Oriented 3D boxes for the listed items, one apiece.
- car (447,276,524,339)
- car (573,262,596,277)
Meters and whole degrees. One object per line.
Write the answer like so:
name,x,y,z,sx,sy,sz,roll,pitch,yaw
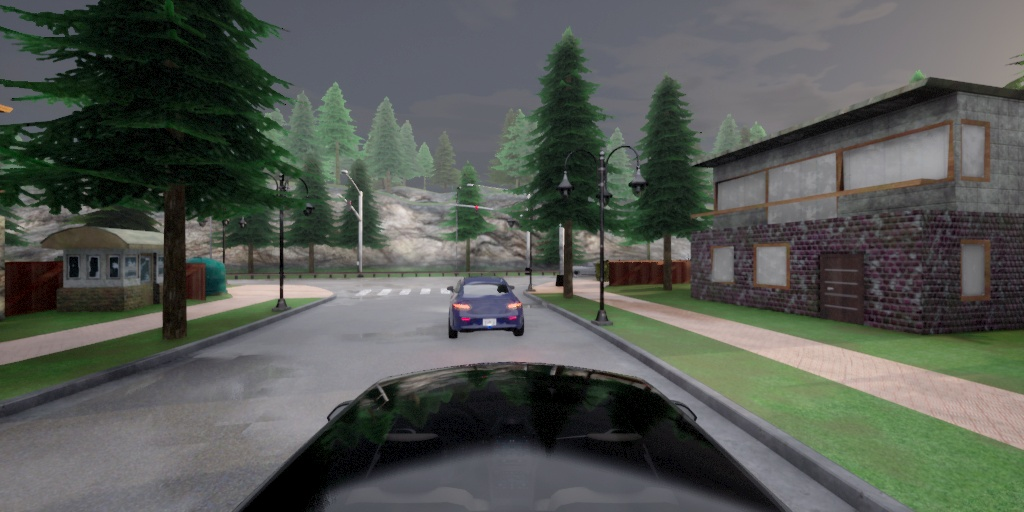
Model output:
car,-0.834,1.274,10.086,1.812,1.442,4.674,0,0,-9
car,6.873,1.188,32.218,4.718,1.301,1.895,0,0,-12
